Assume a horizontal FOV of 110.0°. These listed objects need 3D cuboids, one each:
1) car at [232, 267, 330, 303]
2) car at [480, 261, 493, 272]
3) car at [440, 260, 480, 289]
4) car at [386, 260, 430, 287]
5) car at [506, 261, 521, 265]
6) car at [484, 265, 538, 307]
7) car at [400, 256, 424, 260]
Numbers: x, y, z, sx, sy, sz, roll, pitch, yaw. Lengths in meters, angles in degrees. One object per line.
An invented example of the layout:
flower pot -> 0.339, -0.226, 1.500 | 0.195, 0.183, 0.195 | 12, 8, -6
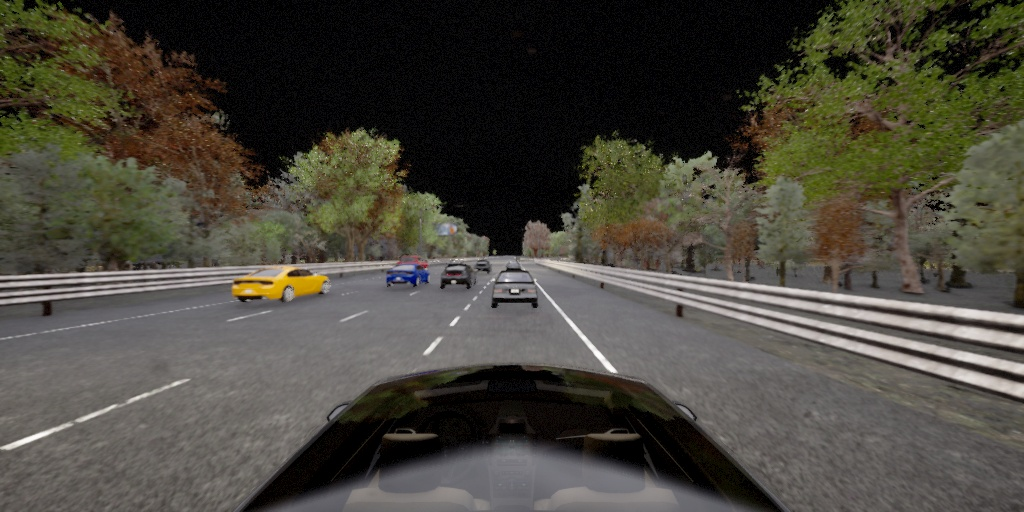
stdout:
car -> -10.386, 1.225, 16.612 | 1.882, 1.535, 5.008 | 0, 0, 0
car -> -3.337, 1.260, 41.766 | 1.837, 1.490, 4.892 | 0, 1, 0
car -> -3.374, 1.256, 23.258 | 1.837, 1.490, 4.892 | 0, 0, 0
car -> -6.872, 1.226, 24.206 | 1.882, 1.535, 5.008 | 0, 0, 0
car -> 0.172, 1.319, 47.456 | 1.994, 1.385, 4.181 | 0, 0, 0
car -> 0.109, 1.298, 15.367 | 2.033, 1.411, 5.357 | 0, 0, 0
car -> -10.347, 0.973, 37.933 | 2.150, 2.045, 5.566 | 0, 0, 0
